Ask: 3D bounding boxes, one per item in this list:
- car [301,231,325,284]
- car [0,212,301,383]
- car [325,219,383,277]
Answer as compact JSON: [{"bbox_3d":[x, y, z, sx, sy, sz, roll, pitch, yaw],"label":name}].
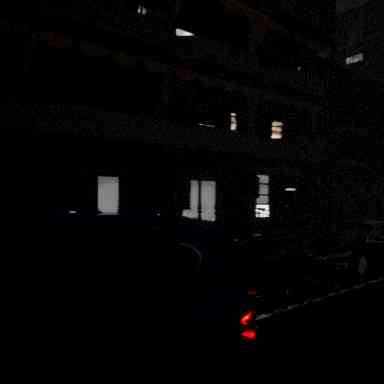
[{"bbox_3d":[0.564,1.566,6.945,4.313,1.339,1.947,0,1,-35],"label":"car"},{"bbox_3d":[-2.035,1.221,1.922,5.566,2.045,2.150,0,0,-36],"label":"car"},{"bbox_3d":[5.100,1.550,10.176,4.403,1.369,2.008,0,1,-35],"label":"car"}]
